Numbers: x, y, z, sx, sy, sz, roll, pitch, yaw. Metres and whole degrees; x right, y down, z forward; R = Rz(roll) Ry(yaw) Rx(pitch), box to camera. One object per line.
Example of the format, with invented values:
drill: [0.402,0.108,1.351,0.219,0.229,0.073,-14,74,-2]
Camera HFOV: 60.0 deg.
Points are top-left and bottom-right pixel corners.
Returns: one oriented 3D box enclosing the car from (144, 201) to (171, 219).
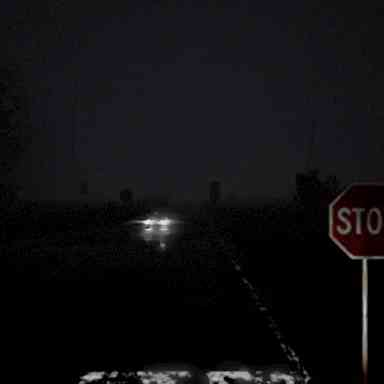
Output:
car: [-2.844,1.478,28.409,1.994,1.385,4.181,0,0,0]
